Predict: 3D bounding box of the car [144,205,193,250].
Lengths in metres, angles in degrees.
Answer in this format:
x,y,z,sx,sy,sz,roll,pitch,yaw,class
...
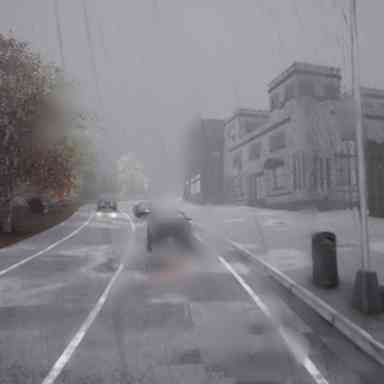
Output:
x,y,z,sx,sy,sz,roll,pitch,yaw,class
-1.050,1.557,14.696,1.837,1.490,4.892,1,0,-7,car

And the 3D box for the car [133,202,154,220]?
x,y,z,sx,sy,sz,roll,pitch,yaw,class
-4.545,1.635,32.042,1.994,1.385,4.181,1,0,-15,car

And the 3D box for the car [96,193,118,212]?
x,y,z,sx,sy,sz,roll,pitch,yaw,class
-9.924,1.192,38.832,2.150,2.045,5.566,1,0,-16,car
